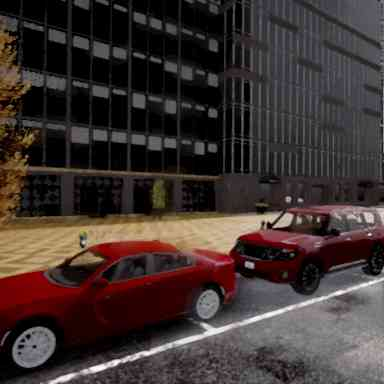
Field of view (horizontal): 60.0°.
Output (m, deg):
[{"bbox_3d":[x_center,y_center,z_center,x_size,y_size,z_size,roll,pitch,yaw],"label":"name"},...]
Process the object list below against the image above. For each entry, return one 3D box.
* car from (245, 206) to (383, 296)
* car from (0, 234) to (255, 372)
[{"bbox_3d":[3.346,1.326,8.931,5.009,1.841,2.192,0,1,-35],"label":"car"},{"bbox_3d":[-1.253,1.548,5.655,4.507,1.381,1.887,0,0,-35],"label":"car"}]
